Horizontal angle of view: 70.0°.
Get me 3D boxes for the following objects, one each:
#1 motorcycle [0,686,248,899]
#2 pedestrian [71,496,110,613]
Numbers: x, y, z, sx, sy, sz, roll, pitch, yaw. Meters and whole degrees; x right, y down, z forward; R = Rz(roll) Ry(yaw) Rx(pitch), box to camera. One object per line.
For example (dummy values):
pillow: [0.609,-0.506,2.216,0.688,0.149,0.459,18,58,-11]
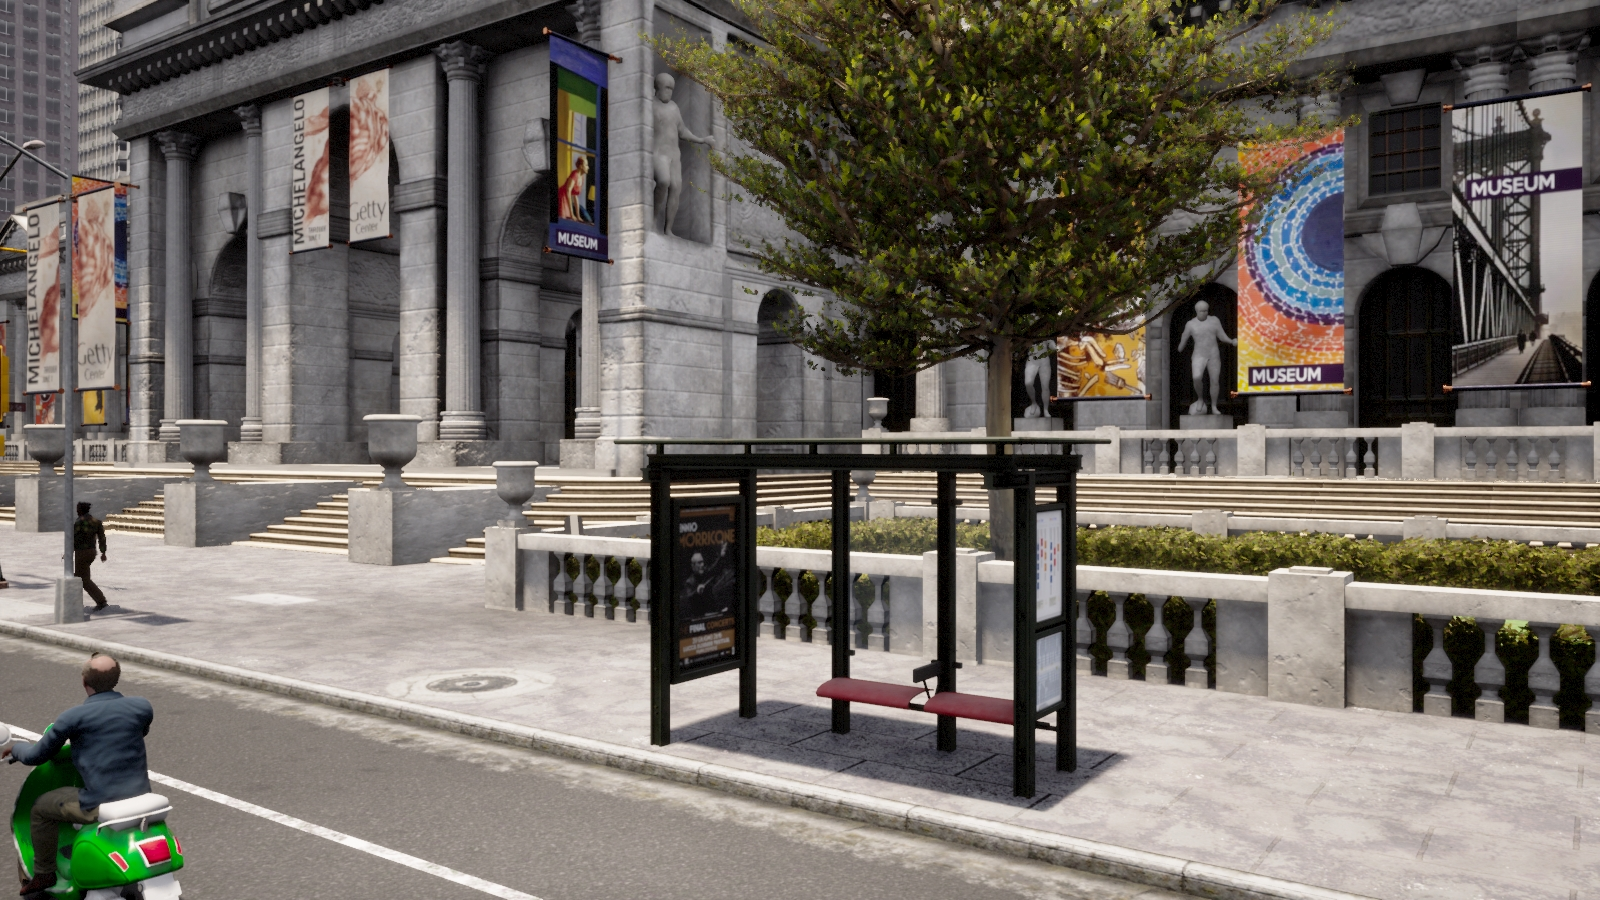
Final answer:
motorcycle: [-4.138,2.179,6.693,1.805,1.236,0.856,0,0,35]
pedestrian: [-11.537,1.688,18.581,0.375,1.860,0.375,0,0,17]
